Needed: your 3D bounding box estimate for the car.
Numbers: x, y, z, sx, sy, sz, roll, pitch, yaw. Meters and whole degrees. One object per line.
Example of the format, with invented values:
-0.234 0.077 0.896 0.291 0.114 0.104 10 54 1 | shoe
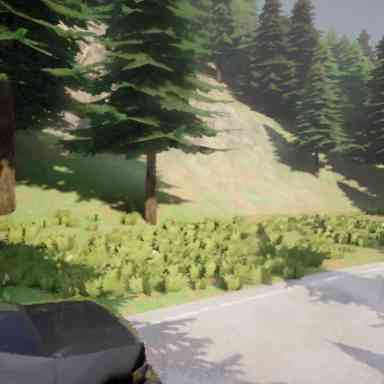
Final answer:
-2.812 1.516 1.938 5.357 1.411 2.033 0 1 -35 | car
